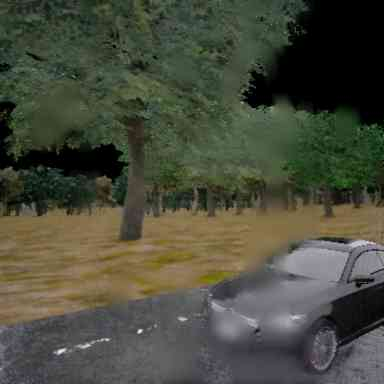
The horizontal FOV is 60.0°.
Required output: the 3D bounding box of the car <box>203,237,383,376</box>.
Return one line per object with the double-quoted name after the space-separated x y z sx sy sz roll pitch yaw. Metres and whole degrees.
2.344 1.559 5.756 4.674 1.442 1.812 0 0 -37 "car"
